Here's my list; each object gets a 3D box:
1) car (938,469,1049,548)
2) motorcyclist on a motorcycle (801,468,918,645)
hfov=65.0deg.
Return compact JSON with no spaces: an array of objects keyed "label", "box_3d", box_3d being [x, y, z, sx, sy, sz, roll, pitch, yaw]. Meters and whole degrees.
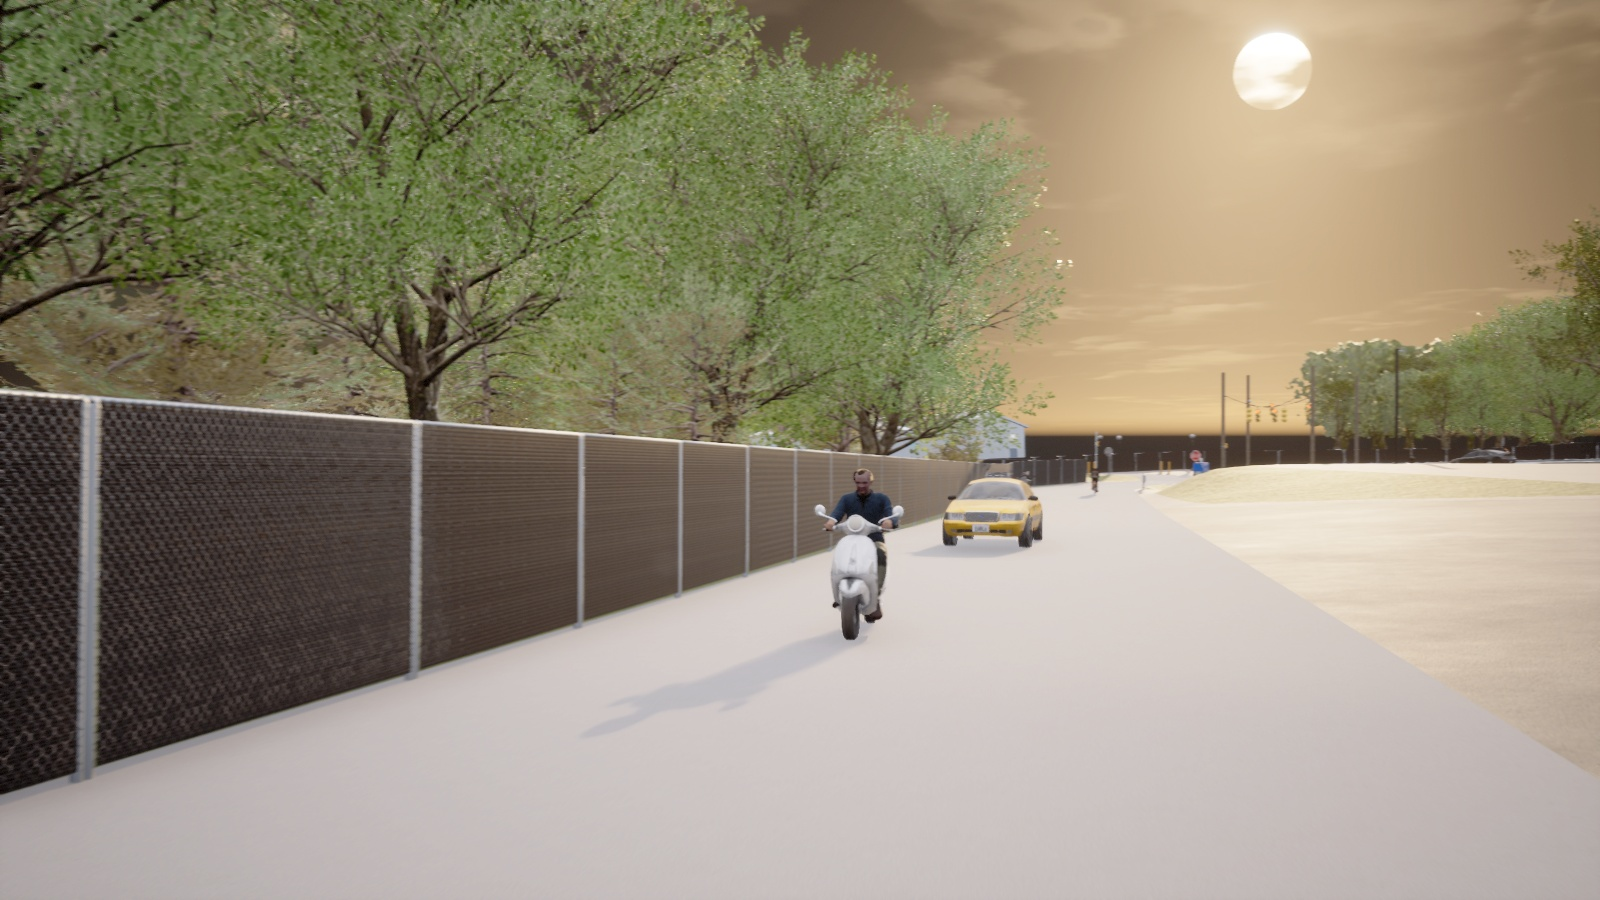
[{"label":"car","box_3d":[4.400,1.226,27.844,1.801,1.575,5.366,0,-1,16]},{"label":"motorcyclist on a motorcycle","box_3d":[0.616,0.970,12.227,0.866,1.590,1.817,0,-1,12]}]
